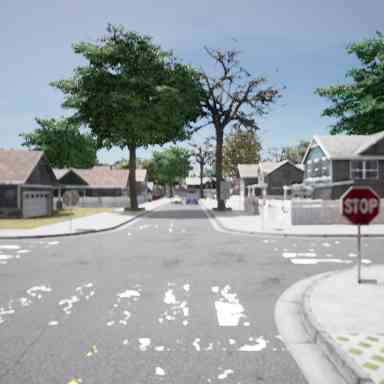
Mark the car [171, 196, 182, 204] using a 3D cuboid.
[{"bbox_3d":[-2.760,1.454,60.628,1.812,1.442,4.674,0,0,0],"label":"car"}]

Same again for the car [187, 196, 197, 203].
[{"bbox_3d":[-0.011,1.484,66.877,1.994,1.385,4.181,0,0,0],"label":"car"}]

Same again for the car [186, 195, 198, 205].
[{"bbox_3d":[-0.010,1.285,56.811,2.097,1.767,4.553,0,0,0],"label":"car"}]
